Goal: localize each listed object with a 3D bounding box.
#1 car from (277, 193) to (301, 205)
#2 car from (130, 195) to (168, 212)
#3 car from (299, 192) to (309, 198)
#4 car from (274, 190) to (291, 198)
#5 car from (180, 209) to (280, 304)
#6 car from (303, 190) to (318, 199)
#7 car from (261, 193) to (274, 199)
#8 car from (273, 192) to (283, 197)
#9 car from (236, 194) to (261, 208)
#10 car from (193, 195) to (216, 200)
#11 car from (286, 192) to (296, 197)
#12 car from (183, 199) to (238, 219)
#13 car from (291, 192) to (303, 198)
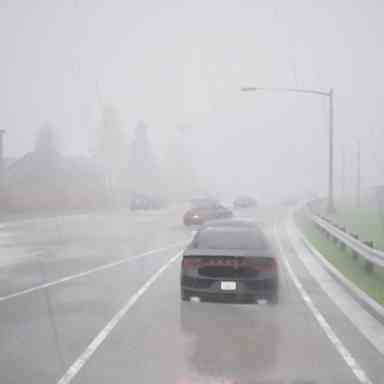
[{"bbox_3d":[13.816,1.165,47.127,1.895,1.301,4.718,0,1,26],"label":"car"},{"bbox_3d":[-4.294,1.039,33.798,2.097,1.767,4.553,0,1,26],"label":"car"},{"bbox_3d":[29.891,0.735,88.610,1.994,1.385,4.181,0,1,26],"label":"car"},{"bbox_3d":[21.511,0.493,79.322,2.150,2.045,5.566,0,1,26],"label":"car"},{"bbox_3d":[0.919,1.402,8.054,1.882,1.535,5.008,0,1,7],"label":"car"},{"bbox_3d":[26.773,0.541,74.122,2.150,2.045,5.566,0,1,26],"label":"car"},{"bbox_3d":[17.359,0.825,78.780,1.994,1.385,4.181,0,1,26],"label":"car"},{"bbox_3d":[23.736,0.747,91.960,1.895,1.301,4.718,0,1,26],"label":"car"},{"bbox_3d":[6.450,1.194,39.933,1.994,1.385,4.181,0,1,26],"label":"car"},{"bbox_3d":[1.570,1.126,37.885,1.882,1.535,5.008,0,1,26],"label":"car"},{"bbox_3d":[26.991,0.664,90.650,1.837,1.490,4.892,0,1,26],"label":"car"},{"bbox_3d":[1.103,1.370,20.848,1.994,1.385,4.181,0,1,26],"label":"car"},{"bbox_3d":[25.737,0.739,80.024,1.882,1.535,5.008,0,1,26],"label":"car"}]
